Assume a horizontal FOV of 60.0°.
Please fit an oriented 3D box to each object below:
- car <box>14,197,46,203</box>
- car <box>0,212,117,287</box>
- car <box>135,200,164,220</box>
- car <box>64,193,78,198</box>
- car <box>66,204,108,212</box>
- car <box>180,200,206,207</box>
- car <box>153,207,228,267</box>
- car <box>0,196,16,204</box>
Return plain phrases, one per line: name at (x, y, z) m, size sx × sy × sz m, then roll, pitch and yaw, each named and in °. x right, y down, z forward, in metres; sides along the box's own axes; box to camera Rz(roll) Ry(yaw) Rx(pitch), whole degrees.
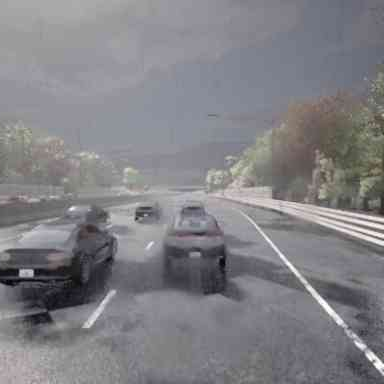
car at (-17.583, 1.440, 37.365) m, size 1.812 × 1.442 × 4.674 m, roll 0°, pitch 0°, yaw 0°
car at (-3.407, 1.501, 9.160) m, size 1.812 × 1.442 × 4.674 m, roll 0°, pitch 0°, yaw 0°
car at (-3.402, 1.440, 26.872) m, size 1.837 × 1.490 × 4.892 m, roll 0°, pitch 0°, yaw 0°
car at (-27.988, 0.960, 76.956) m, size 1.882 × 1.535 × 5.008 m, roll 0°, pitch 0°, yaw 0°
car at (-6.912, 1.493, 21.868) m, size 2.033 × 1.411 × 5.357 m, roll 0°, pitch 0°, yaw 0°
car at (0.098, 1.440, 26.871) m, size 1.837 × 1.490 × 4.892 m, roll 0°, pitch 0°, yaw 0°
car at (0.095, 1.461, 11.264) m, size 2.128 × 1.511 × 4.902 m, roll 0°, pitch 0°, yaw 0°
car at (-21.079, 1.265, 37.485) m, size 2.097 × 1.767 × 4.553 m, roll 0°, pitch 0°, yaw 0°
